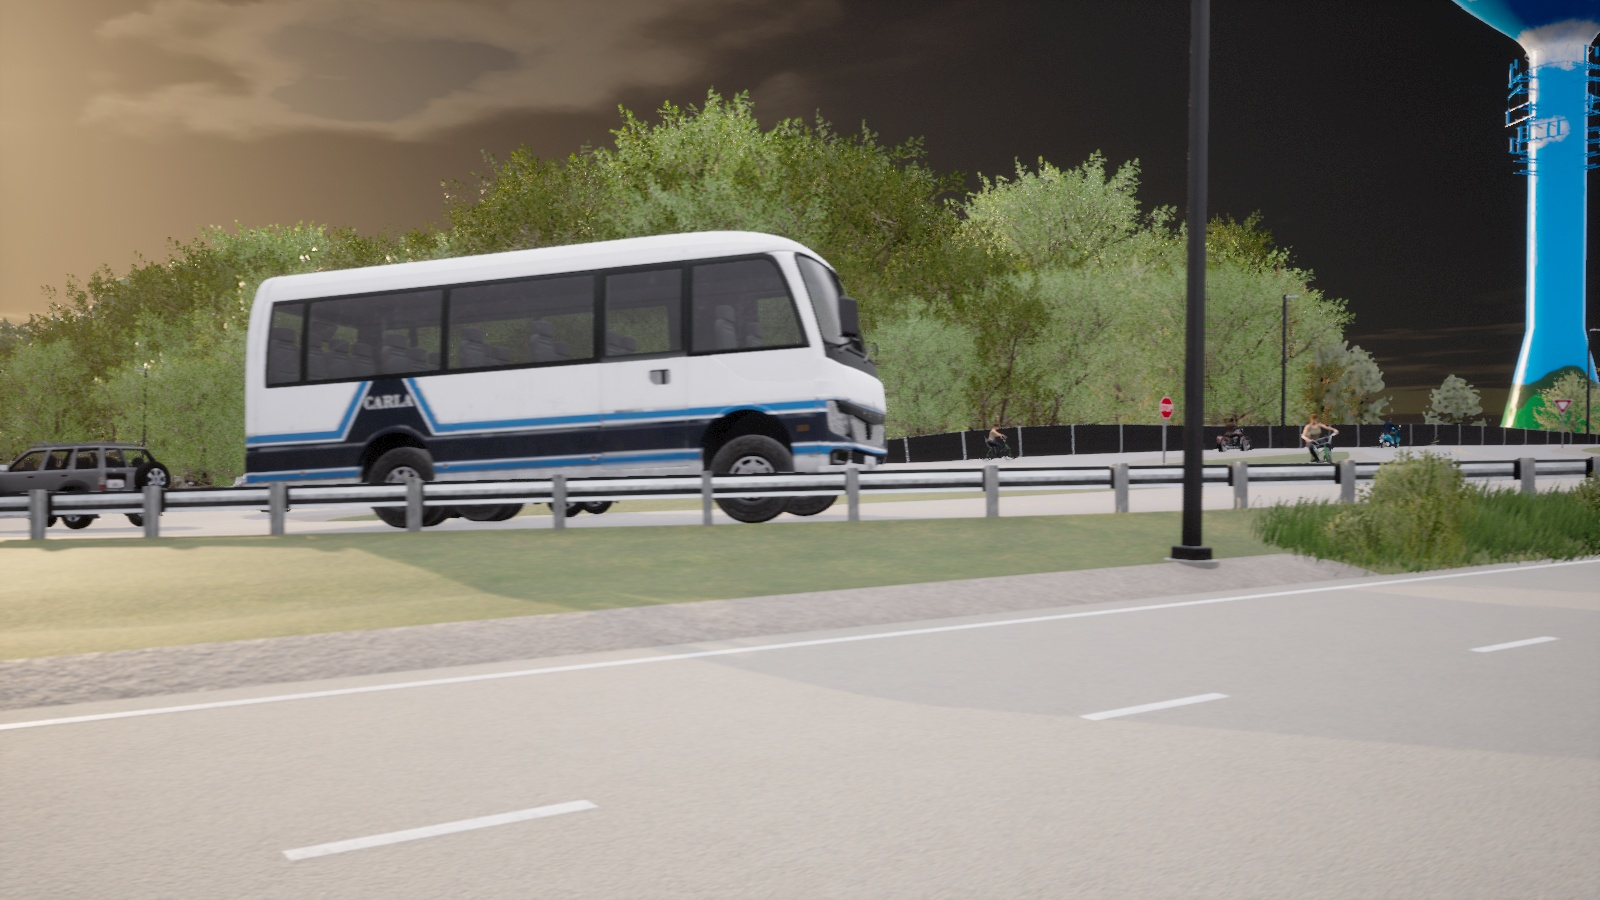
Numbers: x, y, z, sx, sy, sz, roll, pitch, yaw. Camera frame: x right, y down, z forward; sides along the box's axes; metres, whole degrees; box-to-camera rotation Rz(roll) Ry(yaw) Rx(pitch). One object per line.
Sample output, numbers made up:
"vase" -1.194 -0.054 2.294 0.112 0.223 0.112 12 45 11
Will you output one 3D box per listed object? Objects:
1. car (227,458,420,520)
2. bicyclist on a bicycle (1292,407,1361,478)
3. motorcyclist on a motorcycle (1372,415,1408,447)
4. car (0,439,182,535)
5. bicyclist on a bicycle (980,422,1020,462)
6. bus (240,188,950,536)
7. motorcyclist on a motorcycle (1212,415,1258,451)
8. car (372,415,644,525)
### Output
"car" -13.254 1.032 35.028 4.674 1.442 1.812 -3 1 -35
"bicyclist on a bicycle" 13.287 -0.199 31.731 0.866 1.612 1.509 -10 1 1
"motorcyclist on a motorcycle" 30.464 -0.984 64.821 1.817 1.590 0.866 0 1 -34
"car" -15.726 0.832 26.709 4.605 1.855 1.932 -2 -2 19
"bicyclist on a bicycle" 8.370 -0.349 52.654 1.509 1.612 0.866 -2 0 0
"bus" -3.150 -0.990 19.876 10.273 4.253 3.944 -3 -3 16
"motorcyclist on a motorcycle" 20.420 -0.784 58.947 2.350 1.649 0.766 -2 1 -34
"car" -5.484 0.398 23.860 4.605 1.855 1.932 -2 -1 9
